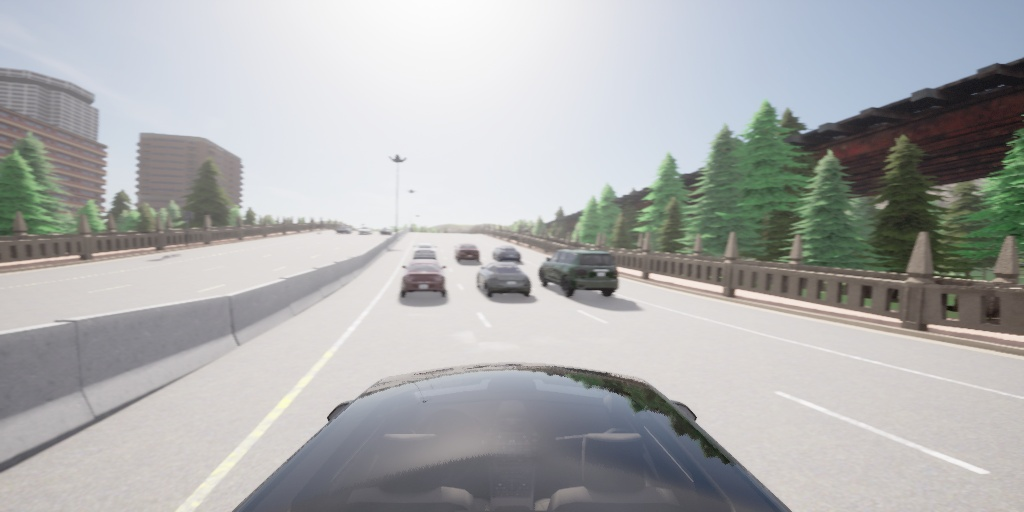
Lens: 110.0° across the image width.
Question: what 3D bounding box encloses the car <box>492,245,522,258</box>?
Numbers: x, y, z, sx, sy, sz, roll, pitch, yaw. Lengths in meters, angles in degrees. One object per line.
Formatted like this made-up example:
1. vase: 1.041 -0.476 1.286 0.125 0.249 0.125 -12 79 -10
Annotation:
1. car: -0.497 -0.270 31.769 1.994 1.385 4.181 1 6 -13

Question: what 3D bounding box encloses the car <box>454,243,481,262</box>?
1. car: -3.910 -0.416 31.001 1.882 1.535 5.008 1 6 -13

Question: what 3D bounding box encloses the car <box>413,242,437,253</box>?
1. car: -7.296 -0.414 30.108 1.812 1.442 4.674 1 6 -13

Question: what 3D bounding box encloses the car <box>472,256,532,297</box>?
1. car: -0.479 0.958 16.663 1.994 1.385 4.181 1 3 -13

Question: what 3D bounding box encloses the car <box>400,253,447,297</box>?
1. car: -3.897 0.860 15.912 1.812 1.442 4.674 1 3 -13

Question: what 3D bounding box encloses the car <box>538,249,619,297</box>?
1. car: 2.998 0.681 17.181 2.150 2.045 5.566 1 3 -13
